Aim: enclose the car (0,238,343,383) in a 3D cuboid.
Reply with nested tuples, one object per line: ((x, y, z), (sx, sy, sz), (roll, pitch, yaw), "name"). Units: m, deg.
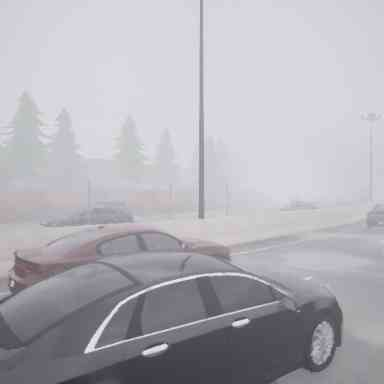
((-0.091, 1.505, 3.952), (4.892, 1.490, 1.837), (0, 0, -38), "car")

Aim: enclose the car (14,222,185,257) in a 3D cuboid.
((-1.258, 1.478, 7.474), (5.008, 1.535, 1.882), (0, 0, -38), "car")

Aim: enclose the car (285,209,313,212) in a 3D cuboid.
((8.754, 1.491, 27.408), (2.128, 1.511, 4.902), (0, 0, 39), "car")

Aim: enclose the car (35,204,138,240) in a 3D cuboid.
((-5.514, 1.505, 17.779), (4.892, 1.490, 1.837), (0, 0, -41), "car")

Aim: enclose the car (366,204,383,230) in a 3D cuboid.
((12.076, 1.492, 20.239), (2.128, 1.511, 4.902), (0, 0, 41), "car")
